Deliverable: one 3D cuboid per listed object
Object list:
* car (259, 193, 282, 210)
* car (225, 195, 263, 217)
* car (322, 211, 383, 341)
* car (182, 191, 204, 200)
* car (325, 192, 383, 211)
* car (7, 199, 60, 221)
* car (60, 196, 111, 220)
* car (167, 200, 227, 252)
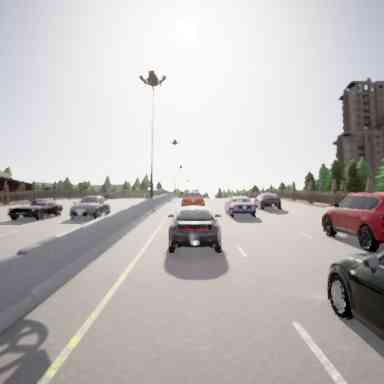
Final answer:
[{"bbox_3d":[7.098,0.855,31.489,1.837,1.490,4.892,0,2,0],"label":"car"},{"bbox_3d":[3.598,1.048,25.238,2.033,1.411,5.357,0,1,0],"label":"car"},{"bbox_3d":[3.599,1.334,4.448,2.097,1.767,4.553,0,1,0],"label":"car"},{"bbox_3d":[0.098,0.708,31.228,2.097,1.767,4.553,0,1,0],"label":"car"},{"bbox_3d":[7.099,1.017,13.070,2.150,2.045,5.566,0,1,0],"label":"car"},{"bbox_3d":[-10.600,1.160,22.853,1.895,1.301,4.718,0,1,0],"label":"car"},{"bbox_3d":[-7.098,1.035,23.507,2.128,1.511,4.902,0,1,0],"label":"car"},{"bbox_3d":[0.099,1.303,13.008,1.837,1.490,4.892,0,2,0],"label":"car"}]
